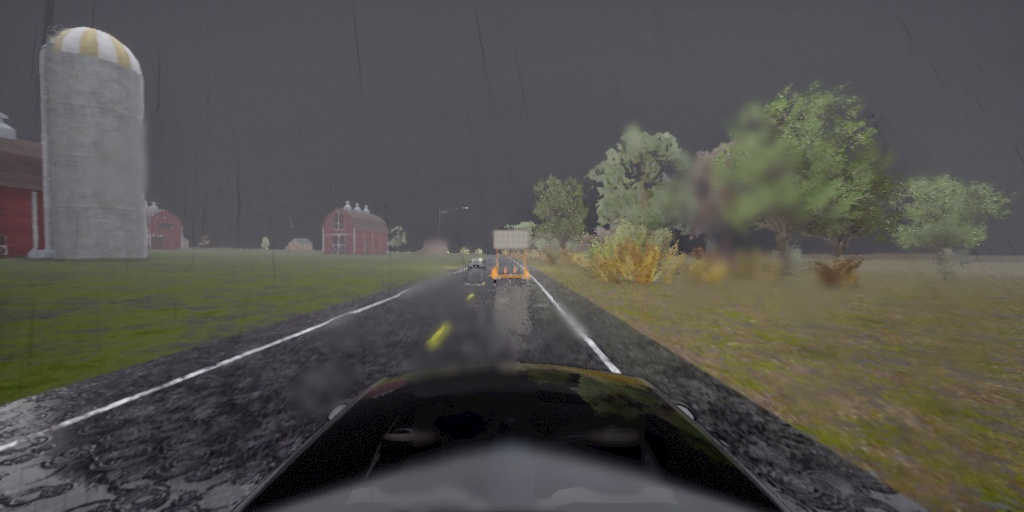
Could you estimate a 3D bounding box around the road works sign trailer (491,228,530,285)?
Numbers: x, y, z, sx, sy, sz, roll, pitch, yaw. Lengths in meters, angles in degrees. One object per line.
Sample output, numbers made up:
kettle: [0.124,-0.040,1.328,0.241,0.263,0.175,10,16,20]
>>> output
road works sign trailer: [-0.053,-0.028,23.447,2.380,3.560,2.880,0,0,-1]

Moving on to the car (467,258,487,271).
car: [-3.804,0.893,39.865,1.994,1.385,4.181,0,1,0]
